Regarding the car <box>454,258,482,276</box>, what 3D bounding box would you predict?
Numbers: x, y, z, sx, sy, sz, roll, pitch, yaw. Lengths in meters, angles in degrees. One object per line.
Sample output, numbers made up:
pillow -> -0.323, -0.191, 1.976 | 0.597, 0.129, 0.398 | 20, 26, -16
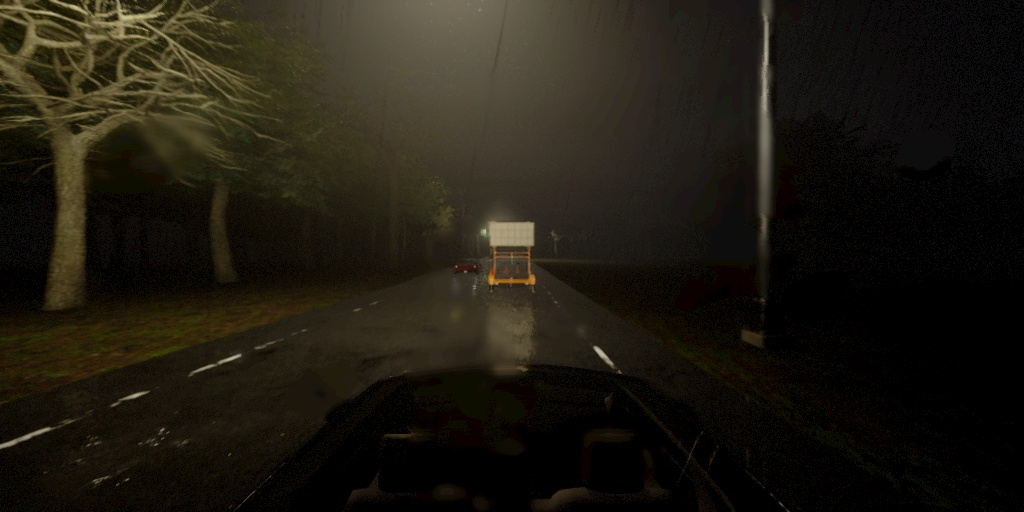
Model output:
car -> -3.567, 0.862, 29.770 | 1.895, 1.301, 4.718 | 0, 1, 0

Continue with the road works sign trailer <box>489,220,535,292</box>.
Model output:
road works sign trailer -> 0.003, -0.063, 18.698 | 2.380, 3.560, 2.880 | 0, 0, 0
